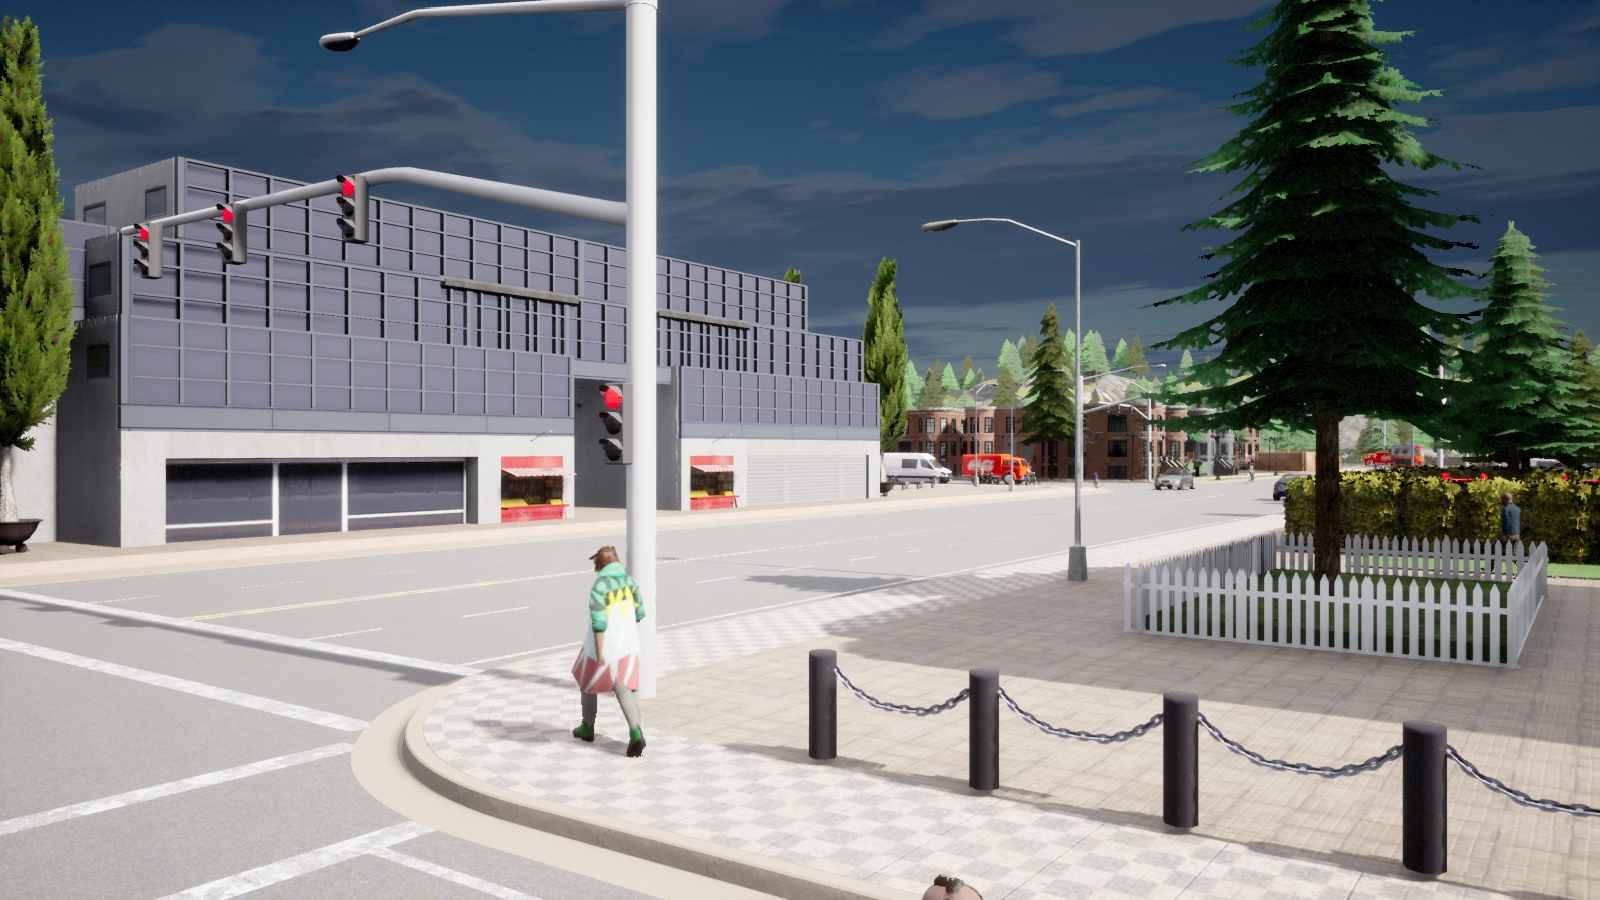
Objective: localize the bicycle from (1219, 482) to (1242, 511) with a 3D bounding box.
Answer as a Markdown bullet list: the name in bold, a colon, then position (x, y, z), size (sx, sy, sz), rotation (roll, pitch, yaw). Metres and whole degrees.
- **bicycle**: position (20.113, 2.158, 53.365), size (0.859, 1.276, 1.487), rotation (-2, -1, 26)

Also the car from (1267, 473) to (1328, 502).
- **car**: position (27.765, 2.063, 63.661), size (2.163, 1.488, 4.792), rotation (0, 0, 35)

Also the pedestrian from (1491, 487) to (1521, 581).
- **pedestrian**: position (14.254, 1.687, 23.072), size (0.375, 1.860, 0.375), rotation (0, 0, -20)

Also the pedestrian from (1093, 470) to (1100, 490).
- **pedestrian**: position (19.719, 1.976, 75.952), size (0.375, 1.300, 0.375), rotation (0, 0, 0)

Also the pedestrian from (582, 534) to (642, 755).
- **pedestrian**: position (-1.666, 1.697, 10.121), size (0.375, 1.860, 0.375), rotation (0, 0, -44)

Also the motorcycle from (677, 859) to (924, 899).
- **motorcycle**: position (0.509, 2.205, 3.428), size (2.209, 1.251, 0.867), rotation (0, 0, 35)
